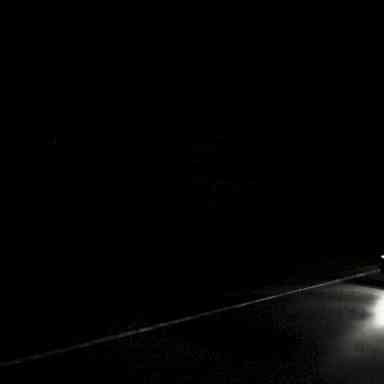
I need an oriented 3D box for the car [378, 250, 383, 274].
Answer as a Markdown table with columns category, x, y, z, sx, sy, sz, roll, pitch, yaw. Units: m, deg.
| category | x | y | z | sx | sy | sz | roll | pitch | yaw |
| --- | --- | --- | --- | --- | --- | --- | --- | --- | --- |
| car | 7.102 | 1.403 | 8.864 | 5.357 | 1.411 | 2.033 | 4 | -21 | -33 |
